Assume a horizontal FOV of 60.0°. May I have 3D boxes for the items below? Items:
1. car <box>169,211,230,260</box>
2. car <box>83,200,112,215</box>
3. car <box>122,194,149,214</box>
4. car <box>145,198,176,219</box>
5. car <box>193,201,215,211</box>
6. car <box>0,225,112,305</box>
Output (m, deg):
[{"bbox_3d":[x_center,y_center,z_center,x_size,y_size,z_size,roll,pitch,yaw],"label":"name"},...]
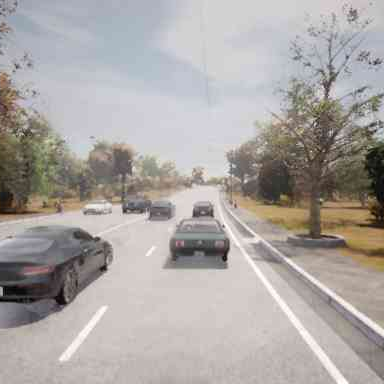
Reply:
[{"bbox_3d":[0.298,1.600,12.345,1.895,1.301,4.718,0,0,2],"label":"car"},{"bbox_3d":[-9.448,1.516,33.658,1.812,1.442,4.674,0,0,3],"label":"car"},{"bbox_3d":[-5.830,1.215,35.536,2.150,2.045,5.566,0,0,4],"label":"car"},{"bbox_3d":[-2.516,1.500,28.864,1.837,1.490,4.892,0,0,3],"label":"car"},{"bbox_3d":[1.020,1.523,29.575,1.812,1.442,4.674,0,0,3],"label":"car"},{"bbox_3d":[-3.310,1.522,7.979,1.812,1.442,4.674,0,0,1],"label":"car"}]
